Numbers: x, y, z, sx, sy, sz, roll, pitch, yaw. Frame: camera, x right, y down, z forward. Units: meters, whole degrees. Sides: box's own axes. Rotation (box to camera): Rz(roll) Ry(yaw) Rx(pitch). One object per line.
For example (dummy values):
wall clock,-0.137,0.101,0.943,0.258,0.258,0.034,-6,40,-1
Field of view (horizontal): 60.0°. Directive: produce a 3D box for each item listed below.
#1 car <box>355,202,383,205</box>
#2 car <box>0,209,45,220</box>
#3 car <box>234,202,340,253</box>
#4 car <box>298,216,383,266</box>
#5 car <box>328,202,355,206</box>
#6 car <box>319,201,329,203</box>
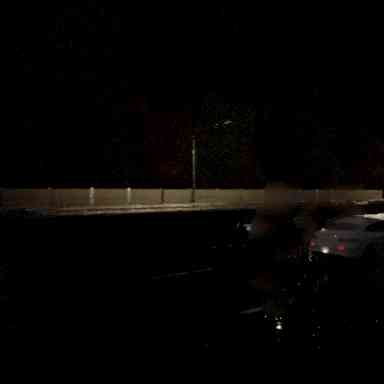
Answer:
car,21.380,1.843,38.466,4.674,1.442,1.812,0,-1,-32
car,-14.984,2.076,27.401,5.357,1.411,2.033,0,-1,-32
car,4.118,1.517,14.698,4.553,1.767,2.097,0,-1,-33
car,6.180,1.632,11.860,4.674,1.442,1.812,0,-1,-33
car,19.494,1.941,41.408,4.181,1.385,1.994,0,-1,-32
car,17.527,1.961,44.299,4.674,1.442,1.812,0,-1,-32
